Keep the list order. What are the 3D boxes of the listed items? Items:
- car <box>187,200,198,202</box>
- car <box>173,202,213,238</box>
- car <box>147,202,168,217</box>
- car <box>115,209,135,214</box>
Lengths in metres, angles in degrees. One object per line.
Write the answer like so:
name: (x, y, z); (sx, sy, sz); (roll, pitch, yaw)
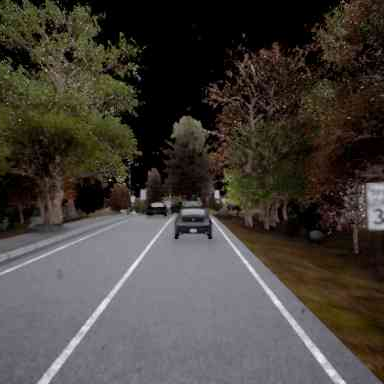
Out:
car: (0.063, 1.729, 35.787); (2.097, 1.767, 4.553); (0, -2, 1)
car: (0.060, 1.524, 17.660); (1.837, 1.490, 4.892); (0, 0, 0)
car: (-3.611, 1.830, 35.163); (1.882, 1.535, 5.008); (0, -3, 0)
car: (-16.763, 5.278, 83.583); (2.150, 2.045, 5.566); (-4, -4, 36)
